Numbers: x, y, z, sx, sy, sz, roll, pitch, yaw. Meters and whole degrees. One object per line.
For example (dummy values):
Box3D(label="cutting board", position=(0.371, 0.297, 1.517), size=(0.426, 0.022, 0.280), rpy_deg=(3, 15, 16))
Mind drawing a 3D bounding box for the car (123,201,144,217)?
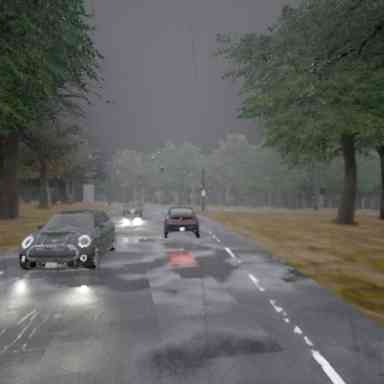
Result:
Box3D(label="car", position=(-5.791, 1.644, 33.127), size=(2.128, 1.511, 4.902), rpy_deg=(0, 0, -7))

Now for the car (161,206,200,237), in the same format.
Box3D(label="car", position=(-0.652, 1.569, 18.581), size=(1.837, 1.490, 4.892), rpy_deg=(0, 0, -4))

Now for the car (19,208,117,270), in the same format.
Box3D(label="car", position=(-3.926, 1.401, 11.273), size=(2.097, 1.767, 4.553), rpy_deg=(0, 0, -3))
